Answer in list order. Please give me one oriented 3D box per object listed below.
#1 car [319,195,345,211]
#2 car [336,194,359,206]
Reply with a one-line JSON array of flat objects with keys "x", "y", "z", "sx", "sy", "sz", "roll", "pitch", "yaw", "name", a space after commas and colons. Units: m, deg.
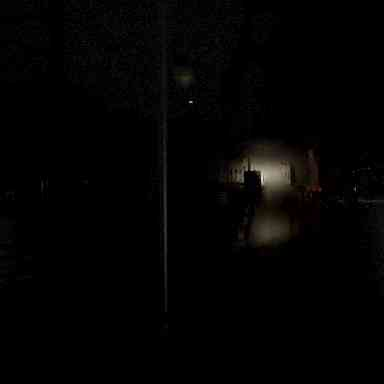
[{"x": 16.298, "y": 1.399, "z": 38.622, "sx": 2.128, "sy": 1.511, "sz": 4.902, "roll": -1, "pitch": 0, "yaw": 34, "name": "car"}, {"x": 22.248, "y": 1.364, "z": 47.076, "sx": 1.882, "sy": 1.535, "sz": 5.008, "roll": -1, "pitch": 0, "yaw": 36, "name": "car"}]
